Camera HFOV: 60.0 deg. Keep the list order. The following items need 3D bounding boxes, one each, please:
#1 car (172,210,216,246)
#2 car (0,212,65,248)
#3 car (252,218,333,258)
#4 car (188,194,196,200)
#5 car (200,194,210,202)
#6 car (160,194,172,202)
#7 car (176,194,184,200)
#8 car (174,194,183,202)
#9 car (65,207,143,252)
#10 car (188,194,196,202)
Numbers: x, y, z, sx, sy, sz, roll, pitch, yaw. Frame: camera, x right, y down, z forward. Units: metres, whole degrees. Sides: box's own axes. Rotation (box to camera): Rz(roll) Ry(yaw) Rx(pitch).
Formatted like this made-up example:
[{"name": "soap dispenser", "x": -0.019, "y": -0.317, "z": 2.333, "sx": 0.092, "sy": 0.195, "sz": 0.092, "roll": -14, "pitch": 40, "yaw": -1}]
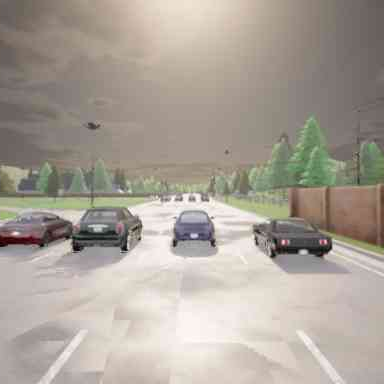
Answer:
[{"name": "car", "x": 0.087, "y": 1.571, "z": 15.516, "sx": 1.812, "sy": 1.442, "sz": 4.674, "roll": 0, "pitch": 0, "yaw": 0}, {"name": "car", "x": -6.914, "y": 1.608, "z": 15.084, "sx": 1.994, "sy": 1.385, "sz": 4.181, "roll": 0, "pitch": 0, "yaw": 0}, {"name": "car", "x": 3.580, "y": 1.639, "z": 12.861, "sx": 1.895, "sy": 1.301, "sz": 4.718, "roll": 0, "pitch": 0, "yaw": 0}, {"name": "car", "x": -0.009, "y": 1.456, "z": 94.430, "sx": 2.097, "sy": 1.767, "sz": 4.553, "roll": 0, "pitch": 0, "yaw": 0}, {"name": "car", "x": 3.492, "y": 1.782, "z": 84.348, "sx": 2.033, "sy": 1.411, "sz": 5.357, "roll": 0, "pitch": 0, "yaw": 0}, {"name": "car", "x": -7.008, "y": 1.788, "z": 85.149, "sx": 1.994, "sy": 1.385, "sz": 4.181, "roll": 0, "pitch": 0, "yaw": 0}, {"name": "car", "x": -3.509, "y": 1.456, "z": 94.418, "sx": 2.097, "sy": 1.767, "sz": 4.553, "roll": 0, "pitch": 0, "yaw": 0}, {"name": "car", "x": -3.508, "y": 1.772, "z": 85.492, "sx": 2.128, "sy": 1.511, "sz": 4.902, "roll": 0, "pitch": 0, "yaw": 0}, {"name": "car", "x": -3.418, "y": 1.394, "z": 14.242, "sx": 2.097, "sy": 1.767, "sz": 4.553, "roll": 0, "pitch": 0, "yaw": 0}, {"name": "car", "x": -0.008, "y": 1.770, "z": 85.500, "sx": 1.812, "sy": 1.442, "sz": 4.674, "roll": 0, "pitch": 0, "yaw": 0}]
